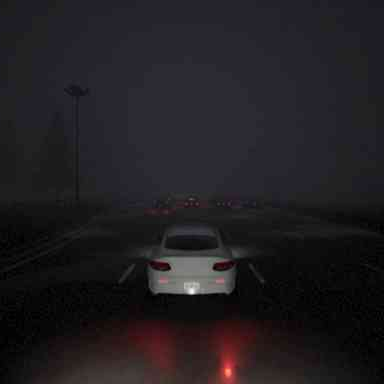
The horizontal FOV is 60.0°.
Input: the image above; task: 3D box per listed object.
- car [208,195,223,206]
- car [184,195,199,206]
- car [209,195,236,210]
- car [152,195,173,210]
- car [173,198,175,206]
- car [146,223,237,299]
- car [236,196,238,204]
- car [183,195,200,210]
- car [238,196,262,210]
[{"bbox_3d":[3.463,1.218,49.209,1.882,1.535,5.008,0,0,0],"label":"car"},{"bbox_3d":[-0.037,1.231,49.207,2.128,1.511,4.902,0,0,0],"label":"car"},{"bbox_3d":[3.471,1.342,38.790,2.033,1.411,5.357,0,0,0],"label":"car"},{"bbox_3d":[-3.530,1.318,39.201,1.812,1.442,4.674,0,0,0],"label":"car"},{"bbox_3d":[-3.537,1.231,49.204,2.128,1.511,4.902,0,0,0],"label":"car"},{"bbox_3d":[-0.006,1.482,8.179,1.812,1.442,4.674,0,0,0],"label":"car"},{"bbox_3d":[6.963,1.266,49.212,1.812,1.442,4.674,0,0,0],"label":"car"},{"bbox_3d":[-0.029,1.342,38.788,2.033,1.411,5.357,0,0,0],"label":"car"},{"bbox_3d":[6.970,1.357,39.210,1.994,1.385,4.181,0,0,0],"label":"car"}]
